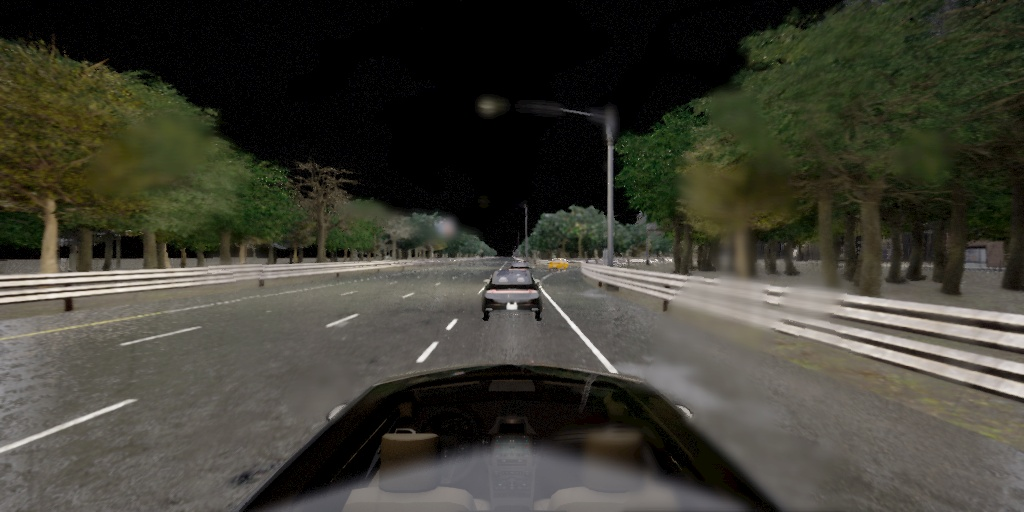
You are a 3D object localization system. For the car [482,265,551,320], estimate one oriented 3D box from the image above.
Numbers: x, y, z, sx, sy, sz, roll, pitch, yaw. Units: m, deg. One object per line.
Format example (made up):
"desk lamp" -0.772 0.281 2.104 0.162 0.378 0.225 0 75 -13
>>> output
"car" 0.004 1.235 12.597 2.128 1.511 4.902 0 0 0

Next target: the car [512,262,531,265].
"car" 0.822 1.225 29.522 2.128 1.511 4.902 0 0 8

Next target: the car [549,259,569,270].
"car" 6.772 1.211 51.421 1.882 1.535 5.008 0 0 23
